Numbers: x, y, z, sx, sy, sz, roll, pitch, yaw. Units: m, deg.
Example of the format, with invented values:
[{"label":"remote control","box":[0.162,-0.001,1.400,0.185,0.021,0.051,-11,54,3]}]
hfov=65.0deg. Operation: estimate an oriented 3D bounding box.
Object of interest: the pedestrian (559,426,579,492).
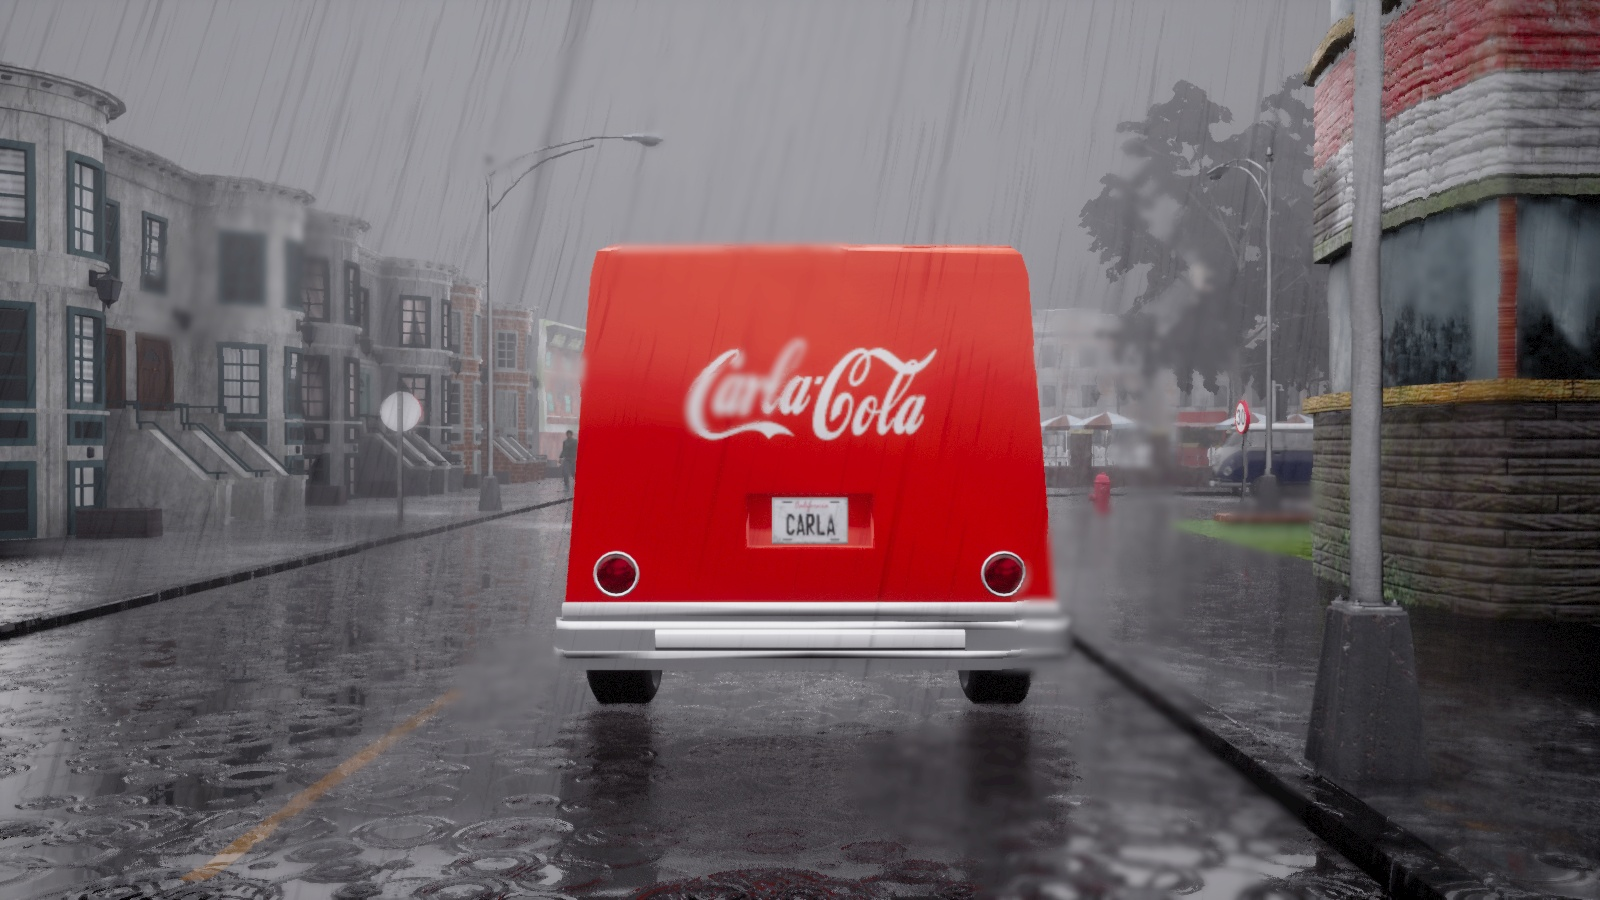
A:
[{"label":"pedestrian","box":[-6.530,0.250,35.505,0.353,1.847,0.614,0,0,12]}]

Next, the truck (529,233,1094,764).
[{"label":"truck","box":[0.065,0.212,8.449,2.627,2.467,5.204,0,0,0]}]

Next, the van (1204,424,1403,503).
[{"label":"van","box":[12.963,0.326,32.510,4.442,1.987,1.775,0,0,0]}]
